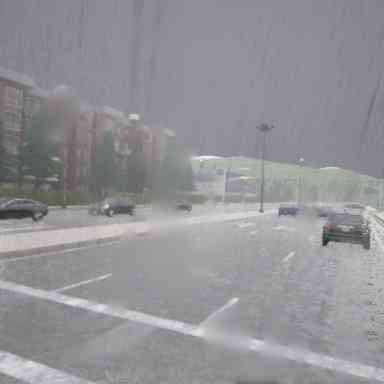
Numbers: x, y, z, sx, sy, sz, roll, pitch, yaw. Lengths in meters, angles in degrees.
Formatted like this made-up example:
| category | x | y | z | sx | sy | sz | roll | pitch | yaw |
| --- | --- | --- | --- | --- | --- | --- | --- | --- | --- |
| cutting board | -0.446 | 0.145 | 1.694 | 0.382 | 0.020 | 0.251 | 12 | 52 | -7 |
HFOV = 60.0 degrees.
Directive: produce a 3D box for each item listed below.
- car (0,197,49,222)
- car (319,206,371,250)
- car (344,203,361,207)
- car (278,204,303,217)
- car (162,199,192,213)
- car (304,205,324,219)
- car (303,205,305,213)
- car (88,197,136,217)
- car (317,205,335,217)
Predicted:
| category | x | y | z | sx | sy | sz | roll | pitch | yaw |
| --- | --- | --- | --- | --- | --- | --- | --- | --- | --- |
| car | -11.217 | 1.088 | 20.490 | 2.128 | 1.511 | 4.902 | 2 | 0 | 27 |
| car | 8.119 | 1.817 | 17.405 | 2.097 | 1.767 | 4.553 | 2 | 0 | 27 |
| car | 18.843 | 2.297 | 38.981 | 2.150 | 2.045 | 5.566 | 2 | 0 | 27 |
| car | 12.037 | 2.249 | 41.040 | 1.882 | 1.535 | 5.008 | 2 | 0 | 27 |
| car | -1.676 | 1.628 | 39.596 | 2.128 | 1.511 | 4.902 | 2 | 0 | 27 |
| car | 15.039 | 2.391 | 39.231 | 2.128 | 1.511 | 4.902 | 2 | 0 | 27 |
| car | 16.405 | 2.566 | 49.924 | 2.033 | 1.411 | 5.357 | 2 | 0 | 27 |
| car | -6.888 | 1.193 | 29.158 | 2.097 | 1.767 | 4.553 | 2 | 0 | 27 |
| car | 19.533 | 2.701 | 48.361 | 2.033 | 1.411 | 5.357 | 2 | 0 | 27 |
